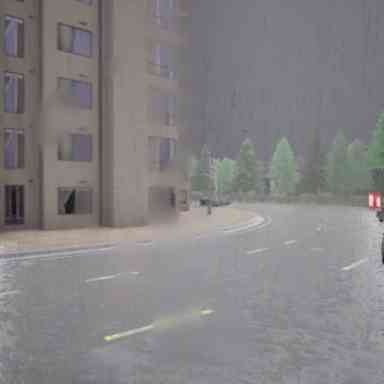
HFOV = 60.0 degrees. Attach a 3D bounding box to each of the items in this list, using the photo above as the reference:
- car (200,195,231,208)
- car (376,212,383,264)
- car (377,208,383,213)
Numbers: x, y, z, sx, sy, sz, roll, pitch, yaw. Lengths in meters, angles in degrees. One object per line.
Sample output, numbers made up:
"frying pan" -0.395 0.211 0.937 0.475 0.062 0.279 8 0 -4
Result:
"car" 3.080 1.312 48.245 2.097 1.767 4.553 0 0 -34
"car" 7.500 1.485 10.672 1.837 1.490 4.892 0 -1 41
"car" 14.134 1.517 22.673 2.033 1.411 5.357 0 0 17
